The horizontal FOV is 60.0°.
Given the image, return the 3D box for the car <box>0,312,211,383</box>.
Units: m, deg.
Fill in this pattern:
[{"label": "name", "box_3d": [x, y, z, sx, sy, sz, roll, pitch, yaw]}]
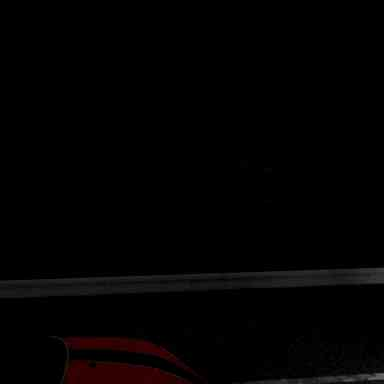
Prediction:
[{"label": "car", "box_3d": [-1.874, 1.352, 1.640, 4.553, 1.767, 2.097, 0, 0, -6]}]
